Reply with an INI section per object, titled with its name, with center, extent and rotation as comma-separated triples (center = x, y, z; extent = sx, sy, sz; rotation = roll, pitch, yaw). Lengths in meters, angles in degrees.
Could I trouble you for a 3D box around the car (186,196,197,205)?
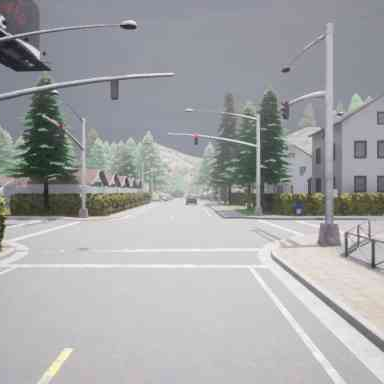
[car]
center = -0.089, 1.505, 59.170
extent = 1.837, 1.490, 4.892
rotation = 0, 0, 0
